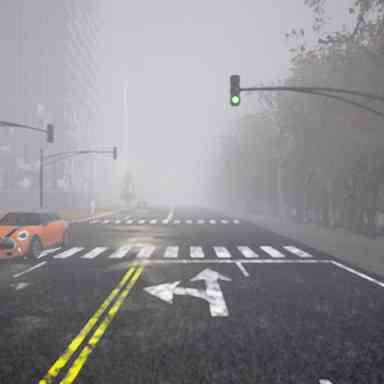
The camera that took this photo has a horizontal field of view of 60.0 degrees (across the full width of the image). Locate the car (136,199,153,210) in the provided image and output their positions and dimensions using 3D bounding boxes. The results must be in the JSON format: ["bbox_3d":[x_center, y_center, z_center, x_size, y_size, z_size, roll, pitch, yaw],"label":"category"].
[{"bbox_3d":[-8.297,2.173,56.175,2.128,1.511,4.902,0,-1,-4],"label":"car"}]

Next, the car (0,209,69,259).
[{"bbox_3d":[-6.626,1.523,13.299,2.097,1.767,4.553,0,-1,-1],"label":"car"}]
